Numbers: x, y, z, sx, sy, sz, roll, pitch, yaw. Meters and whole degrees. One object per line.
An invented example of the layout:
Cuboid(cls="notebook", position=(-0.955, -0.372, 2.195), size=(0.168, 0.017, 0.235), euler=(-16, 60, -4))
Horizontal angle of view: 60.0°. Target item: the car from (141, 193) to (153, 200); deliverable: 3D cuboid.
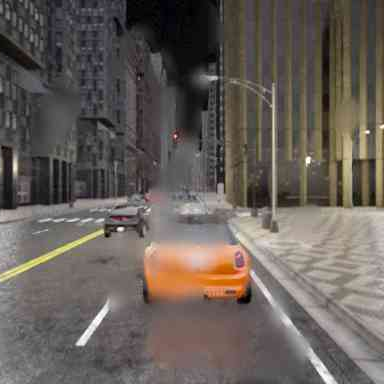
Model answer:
Cuboid(cls="car", position=(-9.750, 0.986, 71.819), size=(1.994, 1.385, 4.181), euler=(0, 1, 0))

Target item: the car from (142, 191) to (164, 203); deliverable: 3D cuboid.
Cuboid(cls="car", position=(-6.554, 0.795, 56.444), size=(2.150, 2.045, 5.566), euler=(0, 1, 1))

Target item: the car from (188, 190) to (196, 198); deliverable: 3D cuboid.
Cuboid(cls="car", position=(0.003, 0.503, 84.731), size=(2.097, 1.767, 4.553), euler=(0, 1, 0))

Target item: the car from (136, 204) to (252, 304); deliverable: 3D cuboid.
Cuboid(cls="car", position=(0.104, 1.303, 8.211), size=(2.097, 1.767, 4.553), euler=(0, 0, 0))

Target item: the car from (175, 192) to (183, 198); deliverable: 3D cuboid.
Cuboid(cls="car", position=(-3.247, 0.648, 84.763), size=(1.837, 1.490, 4.892), euler=(0, 1, 0))

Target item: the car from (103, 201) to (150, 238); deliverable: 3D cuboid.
Cuboid(cls="car", position=(-3.147, 1.396, 17.017), size=(1.837, 1.490, 4.892), euler=(0, 0, 0))

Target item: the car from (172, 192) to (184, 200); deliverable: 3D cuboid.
Cuboid(cls="car", position=(-3.248, 0.754, 74.728), size=(2.097, 1.767, 4.553), euler=(0, 1, 0))

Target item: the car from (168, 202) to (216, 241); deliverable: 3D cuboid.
Cuboid(cls="car", position=(0.033, 1.383, 17.217), size=(2.128, 1.511, 4.902), euler=(0, 0, 1))

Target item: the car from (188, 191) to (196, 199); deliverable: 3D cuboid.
Cuboid(cls="car", position=(0.002, 0.923, 74.759), size=(1.812, 1.442, 4.674), euler=(0, 1, 0))

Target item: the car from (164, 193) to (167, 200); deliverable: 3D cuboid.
Cuboid(cls="car", position=(-6.500, 0.956, 71.979), size=(1.812, 1.442, 4.674), euler=(0, 1, 0))

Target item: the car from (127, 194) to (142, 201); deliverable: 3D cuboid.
Cuboid(cls="car", position=(-9.805, 1.079, 56.398), size=(1.837, 1.490, 4.892), euler=(0, 1, 0))
